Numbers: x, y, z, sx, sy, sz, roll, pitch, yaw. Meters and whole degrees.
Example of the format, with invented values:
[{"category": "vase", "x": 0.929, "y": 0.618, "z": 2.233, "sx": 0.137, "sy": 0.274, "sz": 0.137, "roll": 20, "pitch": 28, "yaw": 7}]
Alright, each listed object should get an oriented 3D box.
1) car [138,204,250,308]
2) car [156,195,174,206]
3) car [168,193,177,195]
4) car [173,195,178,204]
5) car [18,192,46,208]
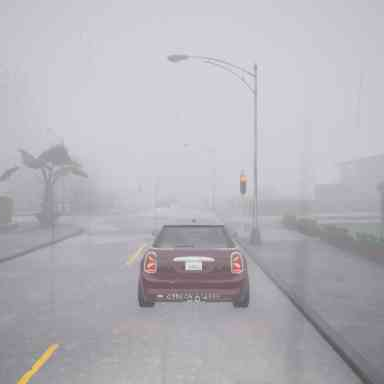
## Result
[{"category": "car", "x": 0.051, "y": 1.352, "z": 8.105, "sx": 2.097, "sy": 1.767, "sz": 4.553, "roll": 0, "pitch": 0, "yaw": 1}, {"category": "car", "x": -4.056, "y": 1.564, "z": 47.917, "sx": 1.994, "sy": 1.385, "sz": 4.181, "roll": 0, "pitch": 0, "yaw": 0}, {"category": "car", "x": -3.948, "y": 1.221, "z": 68.213, "sx": 2.150, "sy": 2.045, "sz": 5.566, "roll": 0, "pitch": 0, "yaw": 0}, {"category": "car", "x": -4.027, "y": 1.601, "z": 57.819, "sx": 1.895, "sy": 1.301, "sz": 4.718, "roll": 0, "pitch": 0, "yaw": 0}, {"category": "car", "x": -19.725, "y": 0.985, "z": 41.981, "sx": 1.905, "sy": 1.878, "sz": 3.866, "roll": 0, "pitch": 0, "yaw": 35}]
